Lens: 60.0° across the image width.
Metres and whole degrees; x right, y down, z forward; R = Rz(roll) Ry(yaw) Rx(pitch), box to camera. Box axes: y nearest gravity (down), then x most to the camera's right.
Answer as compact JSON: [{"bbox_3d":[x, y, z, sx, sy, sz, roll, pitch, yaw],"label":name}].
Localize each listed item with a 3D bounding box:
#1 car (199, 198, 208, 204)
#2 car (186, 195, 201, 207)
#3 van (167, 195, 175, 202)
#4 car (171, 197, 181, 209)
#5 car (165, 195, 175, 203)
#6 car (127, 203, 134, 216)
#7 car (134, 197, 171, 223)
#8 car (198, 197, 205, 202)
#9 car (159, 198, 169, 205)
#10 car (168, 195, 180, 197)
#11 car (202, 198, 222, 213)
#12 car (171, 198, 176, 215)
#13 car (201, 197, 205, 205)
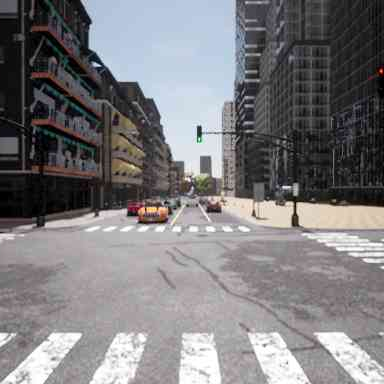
[{"bbox_3d":[2.614,1.978,74.646,1.887,1.381,4.507,-1,0,0],"label":"car"},{"bbox_3d":[0.078,1.560,58.891,2.150,2.045,5.566,0,0,0],"label":"car"},{"bbox_3d":[-5.743,1.877,91.531,1.690,1.788,3.998,-1,0,0],"label":"van"},{"bbox_3d":[-3.112,1.818,47.625,2.033,1.411,5.357,0,0,0],"label":"car"},{"bbox_3d":[-5.742,1.816,85.884,2.192,1.841,5.009,-1,0,0],"label":"car"},{"bbox_3d":[-5.716,1.743,35.043,1.887,1.381,4.507,-1,0,0],"label":"car"},{"bbox_3d":[-3.111,1.506,27.301,2.097,1.767,4.553,0,0,0],"label":"car"},{"bbox_3d":[2.606,2.063,91.763,1.752,1.417,4.829,-1,0,0],"label":"car"},{"bbox_3d":[-5.730,1.981,68.936,1.802,1.307,4.206,-1,0,0],"label":"car"},{"bbox_3d":[-3.075,1.554,57.944,2.150,2.045,5.566,0,0,1],"label":"car"},{"bbox_3d":[2.629,1.776,40.752,1.887,1.381,4.507,-1,0,0],"label":"car"},{"bbox_3d":[-3.113,1.716,37.297,1.837,1.490,4.892,0,0,0],"label":"car"},{"bbox_3d":[2.619,1.916,63.348,2.008,1.369,4.403,-1,0,0],"label":"car"}]
